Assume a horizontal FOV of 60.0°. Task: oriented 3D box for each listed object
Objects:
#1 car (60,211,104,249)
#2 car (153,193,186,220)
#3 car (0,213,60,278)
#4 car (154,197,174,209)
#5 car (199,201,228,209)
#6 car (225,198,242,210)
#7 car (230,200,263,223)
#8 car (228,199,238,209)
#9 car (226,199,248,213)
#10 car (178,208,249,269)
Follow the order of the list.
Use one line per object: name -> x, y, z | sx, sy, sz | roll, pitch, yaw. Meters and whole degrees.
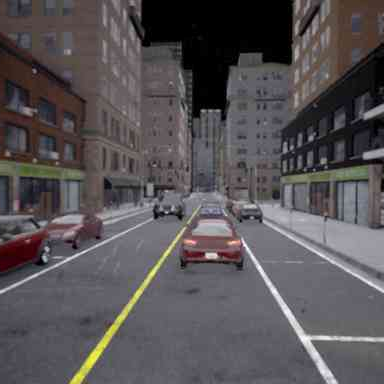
car -> -4.974, 1.491, 13.945 | 1.802, 1.307, 4.206 | 0, 0, 3
car -> -1.668, 1.112, 26.830 | 2.150, 2.045, 5.566 | 1, 0, 3
car -> -5.283, 1.366, 8.367 | 1.967, 1.590, 4.097 | 0, 0, 3
car -> -3.429, 1.362, 41.831 | 1.887, 1.381, 4.507 | 0, 0, 3
car -> 1.532, 1.466, 26.963 | 2.033, 1.411, 5.357 | 1, 0, 3
car -> 5.102, 1.475, 41.360 | 1.802, 1.307, 4.206 | 0, 0, 3
car -> 4.172, 1.501, 24.628 | 2.008, 1.369, 4.403 | 0, 0, 3
car -> 4.492, 1.456, 30.374 | 1.752, 1.417, 4.829 | 0, 0, 3
car -> 4.792, 1.478, 35.782 | 1.947, 1.339, 4.313 | 0, 0, 3
car -> 0.647, 1.494, 10.958 | 1.812, 1.442, 4.674 | 1, 0, 3
